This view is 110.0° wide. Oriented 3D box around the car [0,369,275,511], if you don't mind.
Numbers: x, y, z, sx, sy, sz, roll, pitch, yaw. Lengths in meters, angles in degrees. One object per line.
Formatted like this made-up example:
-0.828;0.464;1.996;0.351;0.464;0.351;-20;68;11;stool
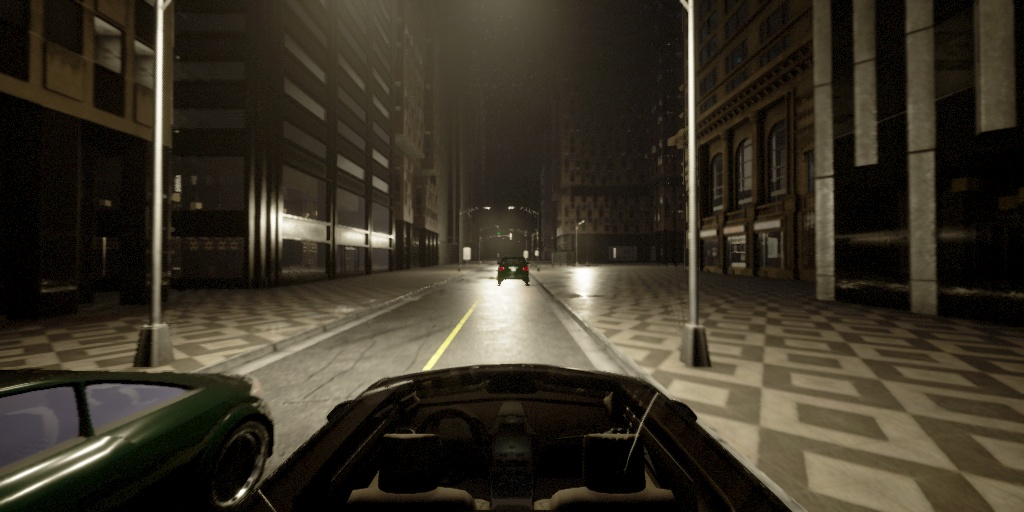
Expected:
-3.075;1.314;1.425;1.994;1.385;4.181;0;0;0;car

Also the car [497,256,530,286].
0.091;0.985;25.885;2.150;2.045;5.566;0;0;0;car
